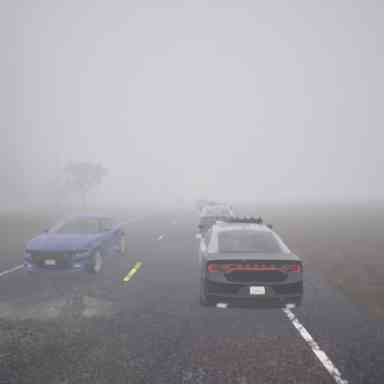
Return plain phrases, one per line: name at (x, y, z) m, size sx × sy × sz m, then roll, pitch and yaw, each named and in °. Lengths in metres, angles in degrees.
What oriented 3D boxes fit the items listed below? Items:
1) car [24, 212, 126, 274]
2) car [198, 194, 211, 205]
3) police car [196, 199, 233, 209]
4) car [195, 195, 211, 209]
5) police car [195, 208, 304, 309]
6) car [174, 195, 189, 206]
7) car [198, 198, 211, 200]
car at (-3.475, 1.474, 10.745) m, size 1.882 × 1.535 × 5.008 m, roll 0°, pitch 0°, yaw 1°
car at (2.342, 1.314, 60.020) m, size 2.097 × 1.767 × 4.553 m, roll 0°, pitch 0°, yaw 4°
police car at (1.310, 1.419, 18.050) m, size 1.930 × 1.638 × 5.238 m, roll 0°, pitch 0°, yaw 1°
car at (1.450, 1.481, 45.939) m, size 1.837 × 1.490 × 4.892 m, roll 0°, pitch 0°, yaw 4°
police car at (1.117, 1.422, 8.085) m, size 1.930 × 1.638 × 5.238 m, roll 0°, pitch 0°, yaw 1°
car at (-1.679, 1.322, 53.218) m, size 2.097 × 1.767 × 4.553 m, roll 0°, pitch 0°, yaw 4°
car at (1.486, 1.447, 24.107) m, size 1.801 × 1.575 × 5.366 m, roll 0°, pitch 0°, yaw 2°
